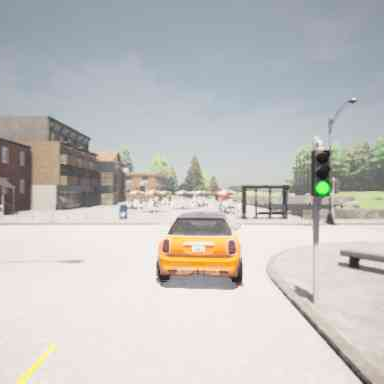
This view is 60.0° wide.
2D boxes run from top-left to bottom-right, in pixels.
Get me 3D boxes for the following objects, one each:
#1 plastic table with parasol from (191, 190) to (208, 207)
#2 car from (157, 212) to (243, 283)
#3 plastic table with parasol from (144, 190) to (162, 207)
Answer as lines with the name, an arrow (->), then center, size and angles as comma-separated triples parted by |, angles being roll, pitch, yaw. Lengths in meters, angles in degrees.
plastic table with parasol -> 1.161, 0.982, 51.246 | 2.482, 2.480, 2.482 | 0, 0, 0
car -> 0.387, 1.362, 9.917 | 2.097, 1.767, 4.553 | 0, 0, 6
plastic table with parasol -> -5.929, 0.982, 50.966 | 2.482, 2.480, 2.482 | 0, 0, 0
